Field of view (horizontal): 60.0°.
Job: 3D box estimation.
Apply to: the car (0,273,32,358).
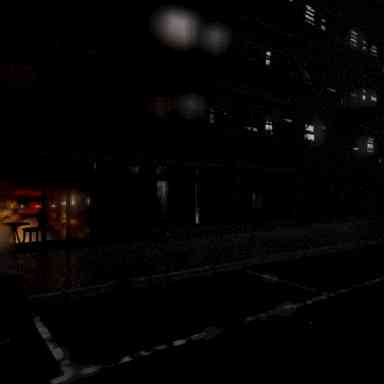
[{"bbox_3d":[-4.170,1.548,3.577,4.403,1.369,2.008,0,1,-35],"label":"car"}]
